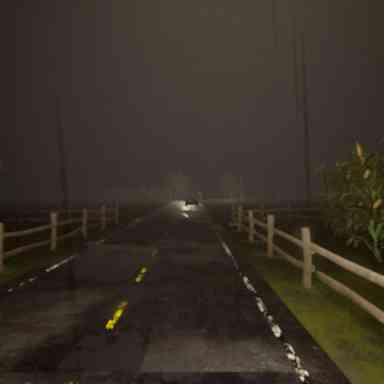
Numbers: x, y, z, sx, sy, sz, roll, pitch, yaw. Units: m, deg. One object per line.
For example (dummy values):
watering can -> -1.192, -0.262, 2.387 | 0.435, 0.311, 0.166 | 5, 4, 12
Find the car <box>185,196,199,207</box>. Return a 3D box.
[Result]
car -> -0.013, 1.395, 52.475 | 2.097, 1.767, 4.553 | 0, 0, 0

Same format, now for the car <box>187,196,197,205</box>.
car -> -0.015, 1.539, 62.423 | 1.882, 1.535, 5.008 | 0, 0, 0
